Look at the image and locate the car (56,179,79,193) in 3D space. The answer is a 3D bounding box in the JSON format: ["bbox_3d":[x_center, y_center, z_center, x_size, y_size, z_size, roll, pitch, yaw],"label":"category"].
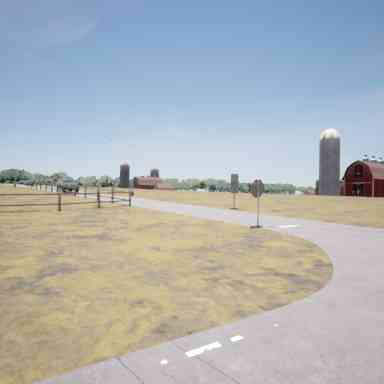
[{"bbox_3d":[-18.674,-0.958,49.870,2.150,2.045,5.566,2,2,-36],"label":"car"}]
